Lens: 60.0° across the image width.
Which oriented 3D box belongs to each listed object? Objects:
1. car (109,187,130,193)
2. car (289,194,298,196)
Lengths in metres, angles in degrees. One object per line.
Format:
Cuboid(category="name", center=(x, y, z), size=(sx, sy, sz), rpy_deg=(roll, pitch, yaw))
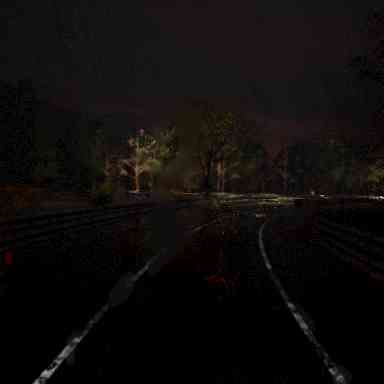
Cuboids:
Cuboid(category="car", center=(-13.802, 0.054, 59.520), size=(5.566, 2.045, 2.150), rpy_deg=(1, 1, -31))
Cuboid(category="car", center=(27.259, 1.383, 88.641), size=(4.674, 1.442, 1.812), rpy_deg=(1, 1, -31))
